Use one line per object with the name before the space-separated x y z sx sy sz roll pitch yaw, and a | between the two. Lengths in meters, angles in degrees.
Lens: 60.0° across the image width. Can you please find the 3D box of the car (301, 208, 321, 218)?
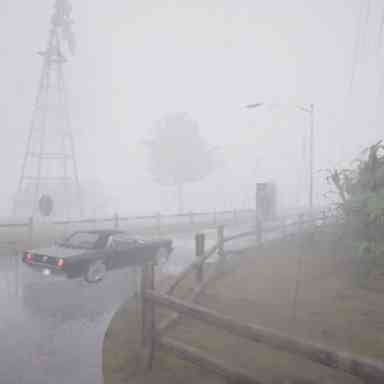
car | 16.772 2.878 46.826 1.895 1.301 4.718 0 -1 32

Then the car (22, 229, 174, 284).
car | -2.575 1.825 10.462 1.895 1.301 4.718 0 -1 32
